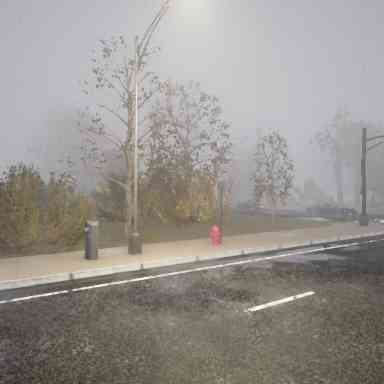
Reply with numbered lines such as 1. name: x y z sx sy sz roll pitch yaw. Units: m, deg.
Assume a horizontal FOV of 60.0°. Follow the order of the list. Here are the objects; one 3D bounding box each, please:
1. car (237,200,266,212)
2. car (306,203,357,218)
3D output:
1. car: 7.837 1.785 44.311 2.128 1.511 4.902 1 -1 -26
2. car: 13.594 1.759 32.526 1.895 1.301 4.718 1 -1 -27
